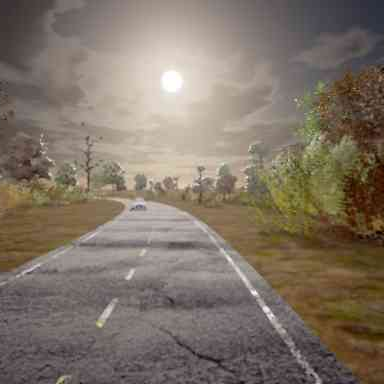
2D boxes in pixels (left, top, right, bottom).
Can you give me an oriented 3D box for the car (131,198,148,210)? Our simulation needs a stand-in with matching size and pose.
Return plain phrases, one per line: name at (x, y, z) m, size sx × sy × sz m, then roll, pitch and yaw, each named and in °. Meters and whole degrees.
car at (-6.683, 1.516, 42.292) m, size 1.812 × 1.442 × 4.674 m, roll 0°, pitch 0°, yaw -9°
